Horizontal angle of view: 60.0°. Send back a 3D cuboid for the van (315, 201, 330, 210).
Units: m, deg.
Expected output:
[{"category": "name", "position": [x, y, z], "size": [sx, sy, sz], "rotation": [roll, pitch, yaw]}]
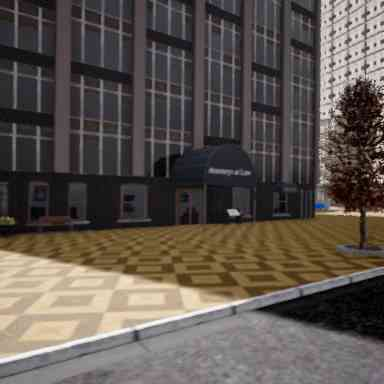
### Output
[{"category": "van", "position": [24.266, 2.562, 63.277], "size": [1.690, 1.788, 3.998], "rotation": [0, -1, -22]}]
